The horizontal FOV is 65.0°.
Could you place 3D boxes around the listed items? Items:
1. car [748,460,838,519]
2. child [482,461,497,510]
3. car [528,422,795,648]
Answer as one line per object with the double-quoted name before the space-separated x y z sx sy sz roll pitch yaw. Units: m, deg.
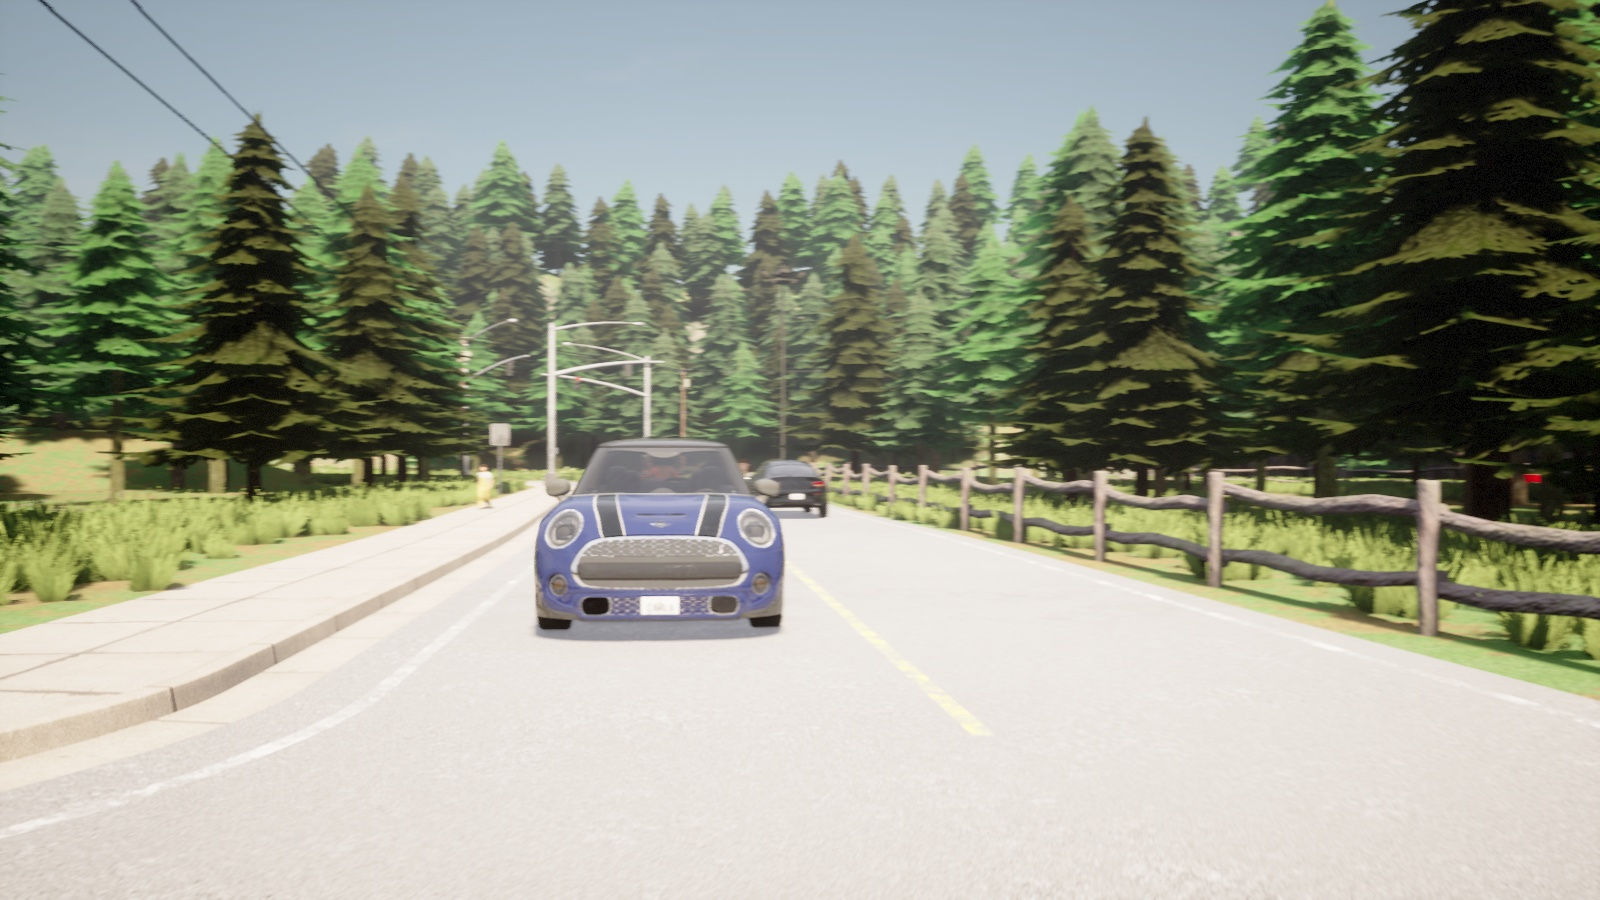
"car" -0.258 0.999 33.274 1.812 1.442 4.674 0 0 -7
"child" -8.096 0.930 32.757 0.270 1.263 0.437 0 0 5
"car" -1.293 0.678 12.191 2.097 1.767 4.553 0 0 -5
